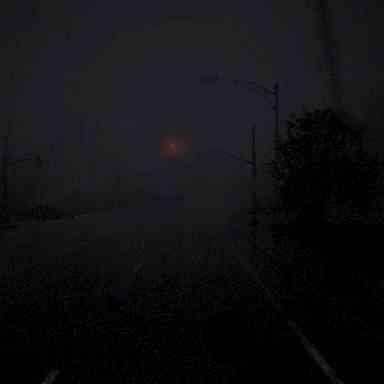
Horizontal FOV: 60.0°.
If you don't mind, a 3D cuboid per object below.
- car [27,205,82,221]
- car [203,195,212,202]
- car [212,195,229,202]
[{"bbox_3d":[-12.837,1.997,31.104,4.892,1.490,1.837,1,-1,3],"label":"car"},{"bbox_3d":[4.223,1.569,80.124,2.128,1.511,4.902,0,2,26],"label":"car"},{"bbox_3d":[7.186,1.575,78.217,2.033,1.411,5.357,0,2,26],"label":"car"}]
